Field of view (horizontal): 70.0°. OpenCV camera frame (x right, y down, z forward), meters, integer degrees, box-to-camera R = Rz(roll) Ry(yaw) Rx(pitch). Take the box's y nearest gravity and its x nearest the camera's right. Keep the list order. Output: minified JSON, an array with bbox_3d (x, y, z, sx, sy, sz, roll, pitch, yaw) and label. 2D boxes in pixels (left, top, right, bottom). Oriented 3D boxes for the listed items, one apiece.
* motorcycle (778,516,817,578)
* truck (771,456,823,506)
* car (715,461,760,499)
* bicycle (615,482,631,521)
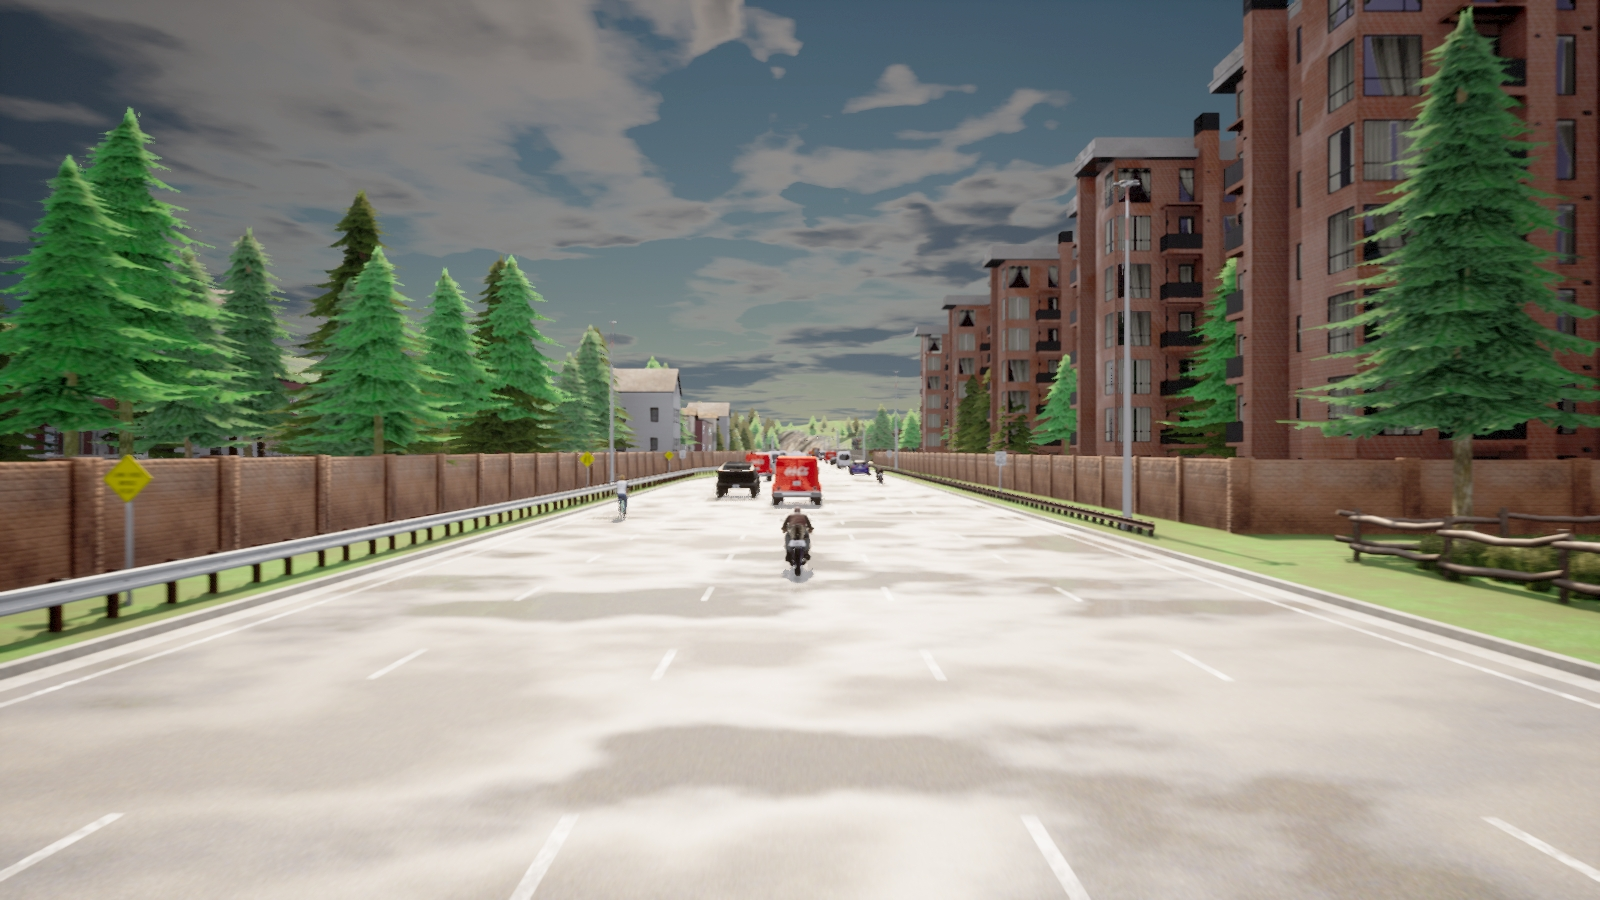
[{"bbox_3d":[-0.058,2.205,26.390,0.867,1.251,2.209,0,0,0],"label":"motorcycle"},{"bbox_3d":[-0.164,1.568,59.937,2.627,2.467,5.204,0,0,0],"label":"truck"},{"bbox_3d":[-3.692,1.753,68.846,2.390,2.098,6.274,0,0,0],"label":"car"},{"bbox_3d":[-7.125,2.056,45.965,0.373,1.496,1.643,0,0,0],"label":"bicycle"}]
